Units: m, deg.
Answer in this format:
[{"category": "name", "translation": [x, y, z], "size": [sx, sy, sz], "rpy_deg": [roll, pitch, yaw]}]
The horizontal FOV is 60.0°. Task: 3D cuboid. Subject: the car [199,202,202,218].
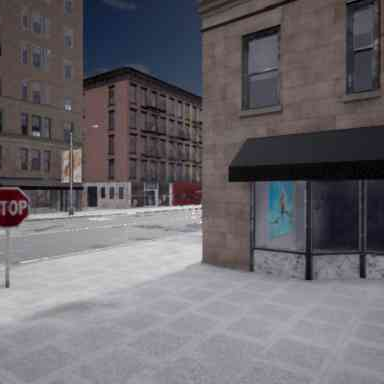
[{"category": "car", "translation": [2.689, 1.250, 24.952], "size": [2.150, 2.045, 5.566], "rpy_deg": [0, 0, 35]}]
